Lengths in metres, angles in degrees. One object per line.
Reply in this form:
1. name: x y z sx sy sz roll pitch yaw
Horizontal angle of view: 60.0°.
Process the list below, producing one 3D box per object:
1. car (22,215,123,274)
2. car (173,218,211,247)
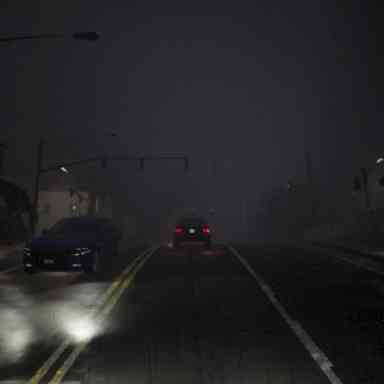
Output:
1. car: -3.584 1.547 10.855 1.882 1.535 5.008 0 -2 0
2. car: 0.001 2.041 17.160 2.033 1.411 5.357 0 -7 0
